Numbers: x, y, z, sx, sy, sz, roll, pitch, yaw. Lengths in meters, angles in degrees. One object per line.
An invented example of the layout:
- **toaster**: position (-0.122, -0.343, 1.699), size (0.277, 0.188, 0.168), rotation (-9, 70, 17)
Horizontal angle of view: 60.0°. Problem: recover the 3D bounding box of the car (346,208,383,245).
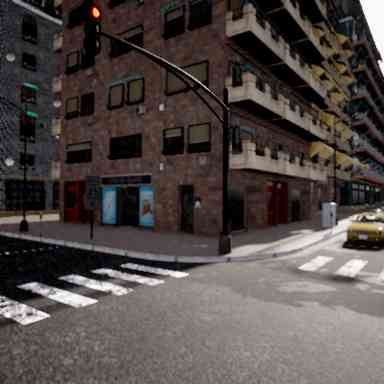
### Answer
- **car**: position (8.717, 1.615, 16.129), size (1.752, 1.417, 4.829), rotation (1, 0, 36)
